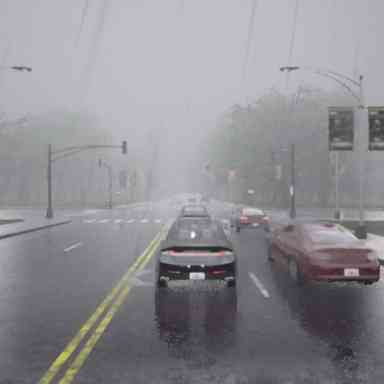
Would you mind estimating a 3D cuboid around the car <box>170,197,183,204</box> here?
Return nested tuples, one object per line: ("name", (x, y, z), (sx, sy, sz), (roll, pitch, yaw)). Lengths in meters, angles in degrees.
("car", (-3.256, 1.810, 64.566), (1.895, 1.301, 4.718), (0, 0, 1))

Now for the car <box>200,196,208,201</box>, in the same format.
("car", (3.285, 1.920, 93.758), (2.033, 1.411, 5.357), (0, -1, 0))

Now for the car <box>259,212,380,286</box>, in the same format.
("car", (3.350, 1.528, 9.299), (1.812, 1.442, 4.674), (0, 0, 0))

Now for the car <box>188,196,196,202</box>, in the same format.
("car", (0.032, 1.864, 83.305), (1.882, 1.535, 5.008), (0, -1, 0))

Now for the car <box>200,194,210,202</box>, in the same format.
("car", (3.282, 1.613, 83.370), (2.150, 2.045, 5.566), (0, -1, 0))

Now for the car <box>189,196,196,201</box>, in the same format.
("car", (0.035, 1.932, 93.759), (1.994, 1.385, 4.181), (0, -1, 0))

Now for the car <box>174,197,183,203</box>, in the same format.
("car", (-3.220, 1.881, 80.138), (2.128, 1.511, 4.902), (0, -1, 0))

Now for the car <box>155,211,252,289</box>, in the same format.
("car", (0.103, 1.494, 9.184), (2.128, 1.511, 4.902), (0, 0, 0))

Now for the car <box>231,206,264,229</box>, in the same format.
("car", (3.367, 1.548, 19.783), (1.812, 1.442, 4.674), (0, 0, 1))

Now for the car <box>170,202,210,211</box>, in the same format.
("car", (0.107, 1.511, 18.670), (2.128, 1.511, 4.902), (0, 0, 0))
